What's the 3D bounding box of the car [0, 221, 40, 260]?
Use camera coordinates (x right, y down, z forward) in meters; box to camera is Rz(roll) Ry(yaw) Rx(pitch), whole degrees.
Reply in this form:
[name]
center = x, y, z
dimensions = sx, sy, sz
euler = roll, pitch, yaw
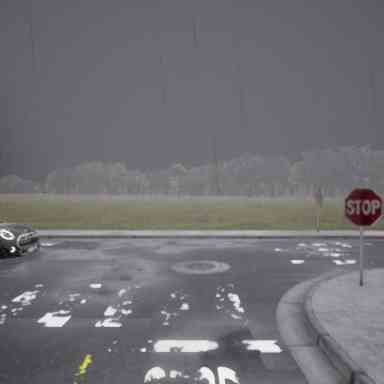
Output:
[car]
center = -7.606, 1.329, 11.140
dimensions = 4.553, 1.767, 2.097
euler = 0, 0, 0
